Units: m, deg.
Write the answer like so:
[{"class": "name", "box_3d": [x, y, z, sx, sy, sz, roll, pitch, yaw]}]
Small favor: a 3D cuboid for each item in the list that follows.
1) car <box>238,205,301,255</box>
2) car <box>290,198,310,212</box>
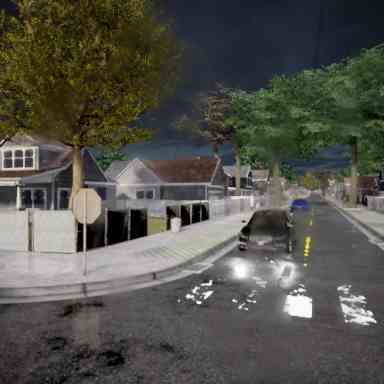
[{"class": "car", "box_3d": [3.225, 1.504, 13.595, 1.837, 1.490, 4.892, 0, 0, 21]}, {"class": "car", "box_3d": [12.501, 1.485, 38.468, 1.882, 1.535, 5.008, 0, 0, 20]}]
